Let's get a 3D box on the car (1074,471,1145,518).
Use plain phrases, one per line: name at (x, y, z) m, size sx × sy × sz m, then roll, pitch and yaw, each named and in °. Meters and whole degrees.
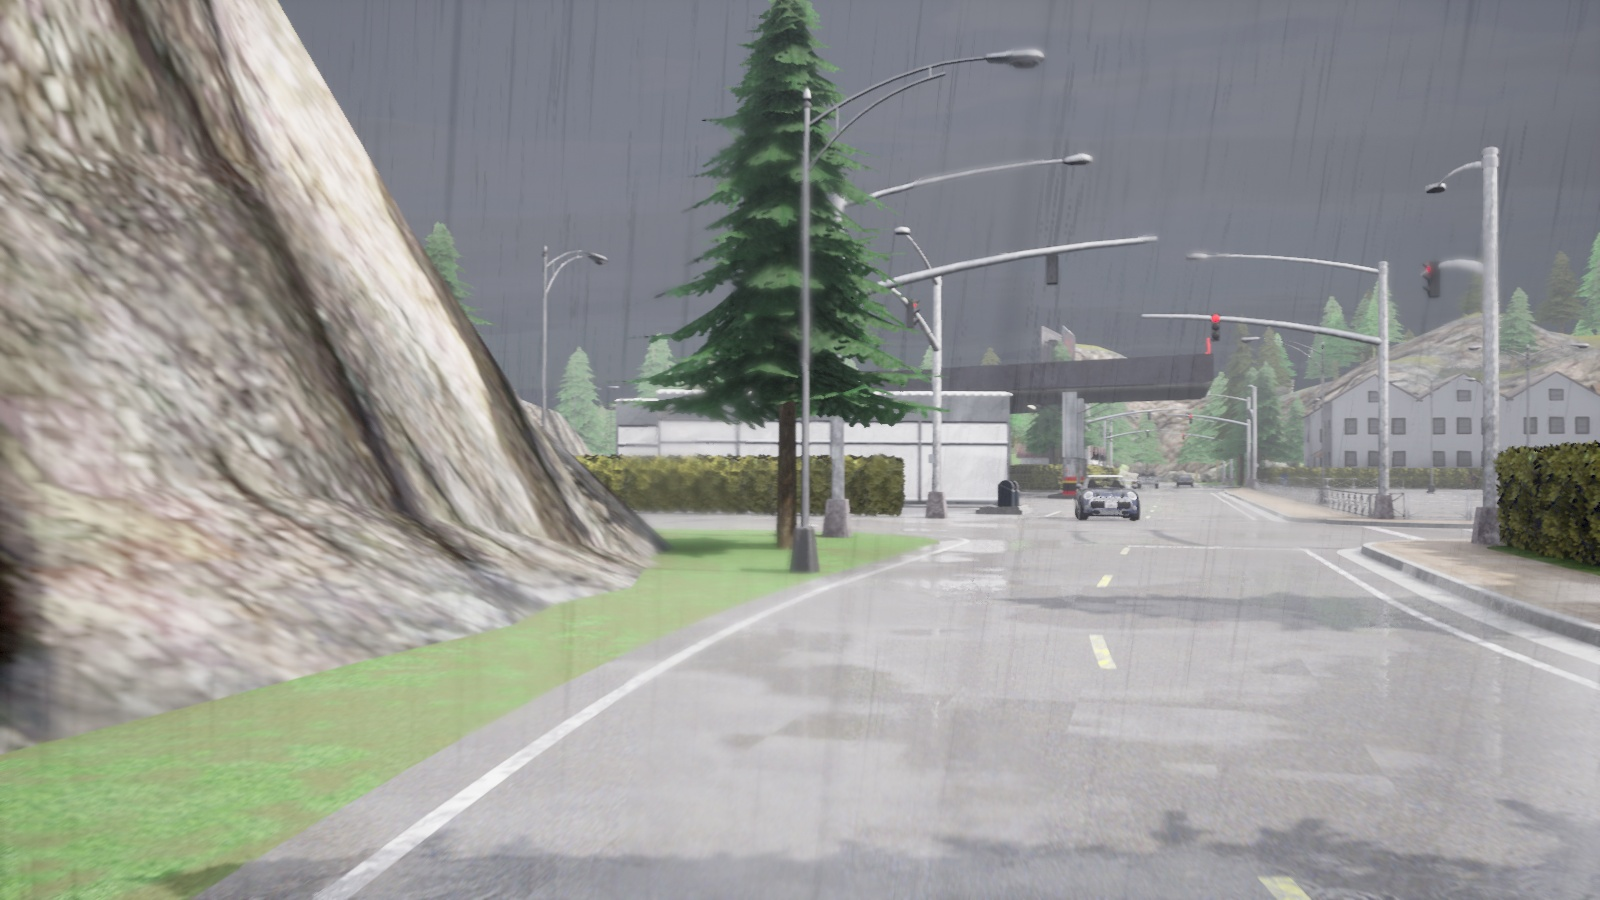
car at (10.175, 1.445, 41.537) m, size 1.970 × 1.475 × 3.806 m, roll 0°, pitch -1°, yaw 9°
